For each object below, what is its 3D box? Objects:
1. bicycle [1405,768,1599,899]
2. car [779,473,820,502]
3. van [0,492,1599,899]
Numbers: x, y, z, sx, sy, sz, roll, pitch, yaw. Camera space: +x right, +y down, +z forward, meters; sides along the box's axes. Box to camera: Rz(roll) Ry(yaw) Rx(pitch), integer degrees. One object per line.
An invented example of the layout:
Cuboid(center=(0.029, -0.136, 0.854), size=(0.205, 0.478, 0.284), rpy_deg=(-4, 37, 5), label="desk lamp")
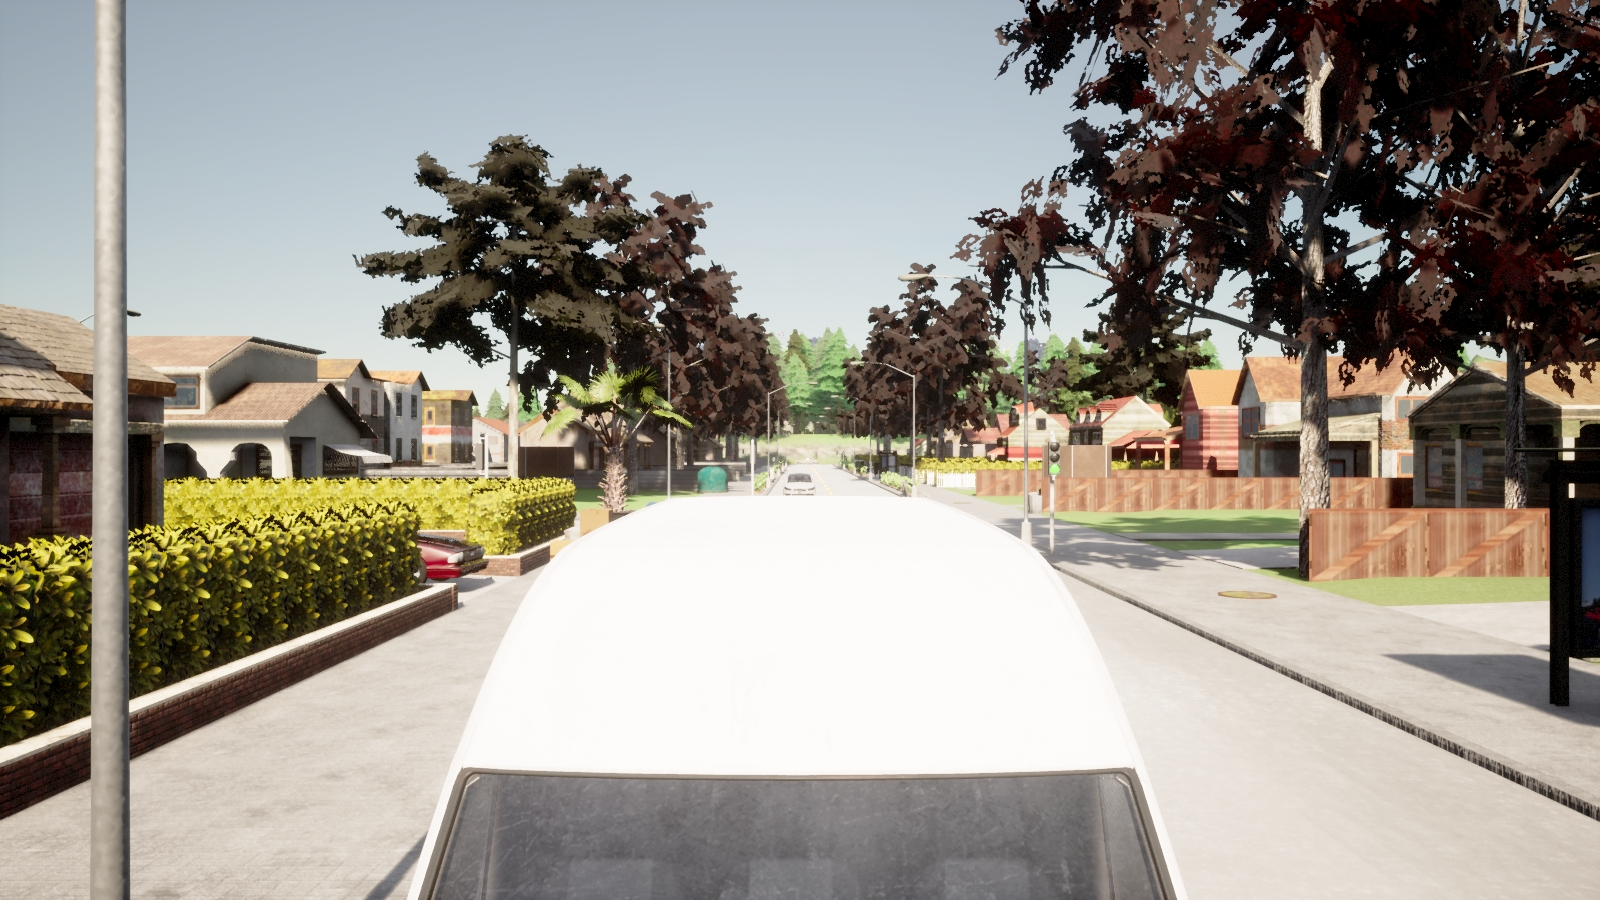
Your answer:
Cuboid(center=(2.687, 2.062, 3.843), size=(0.329, 1.471, 1.835), rpy_deg=(0, 0, 0), label="bicycle")
Cuboid(center=(-0.024, 2.087, 64.511), size=(2.231, 1.480, 4.892), rpy_deg=(0, 0, 0), label="car")
Cuboid(center=(0.002, 1.537, 4.030), size=(1.988, 2.561, 5.915), rpy_deg=(0, 0, 0), label="van")
